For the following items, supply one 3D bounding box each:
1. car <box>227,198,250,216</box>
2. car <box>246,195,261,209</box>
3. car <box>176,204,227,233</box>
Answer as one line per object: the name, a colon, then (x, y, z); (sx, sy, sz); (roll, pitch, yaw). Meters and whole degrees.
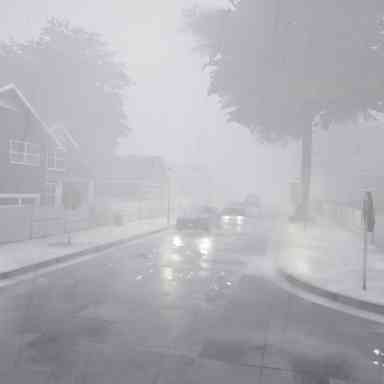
car: (4.394, 1.667, 33.660); (1.994, 1.385, 4.181); (1, 0, 16)
car: (9.068, 1.415, 49.753); (2.150, 2.045, 5.566); (1, 0, 16)
car: (0.549, 1.506, 20.145); (1.882, 1.535, 5.008); (1, 0, 16)
